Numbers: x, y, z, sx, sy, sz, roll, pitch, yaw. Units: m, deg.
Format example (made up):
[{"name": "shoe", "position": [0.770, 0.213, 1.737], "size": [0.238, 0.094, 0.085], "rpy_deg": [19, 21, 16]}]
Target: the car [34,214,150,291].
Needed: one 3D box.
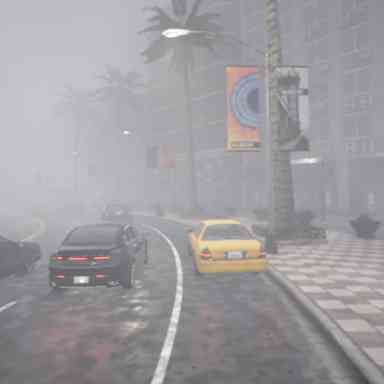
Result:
[{"name": "car", "position": [-2.353, 1.594, 9.328], "size": [1.837, 1.490, 4.892], "rpy_deg": [0, 0, -1]}]

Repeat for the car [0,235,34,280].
[{"name": "car", "position": [-5.586, 1.683, 8.074], "size": [2.033, 1.411, 5.357], "rpy_deg": [-1, 0, -2]}]

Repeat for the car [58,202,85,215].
[{"name": "car", "position": [-14.398, 1.942, 39.617], "size": [2.128, 1.511, 4.902], "rpy_deg": [-1, 0, -40]}]

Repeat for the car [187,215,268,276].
[{"name": "car", "position": [0.850, 1.499, 10.490], "size": [1.801, 1.575, 5.366], "rpy_deg": [-1, 0, -4]}]

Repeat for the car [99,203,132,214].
[{"name": "car", "position": [-5.857, 1.586, 25.125], "size": [2.097, 1.767, 4.553], "rpy_deg": [-1, 0, -20]}]

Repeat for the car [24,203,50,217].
[{"name": "car", "position": [-17.971, 1.981, 38.469], "size": [1.882, 1.535, 5.008], "rpy_deg": [-1, -1, -40]}]
